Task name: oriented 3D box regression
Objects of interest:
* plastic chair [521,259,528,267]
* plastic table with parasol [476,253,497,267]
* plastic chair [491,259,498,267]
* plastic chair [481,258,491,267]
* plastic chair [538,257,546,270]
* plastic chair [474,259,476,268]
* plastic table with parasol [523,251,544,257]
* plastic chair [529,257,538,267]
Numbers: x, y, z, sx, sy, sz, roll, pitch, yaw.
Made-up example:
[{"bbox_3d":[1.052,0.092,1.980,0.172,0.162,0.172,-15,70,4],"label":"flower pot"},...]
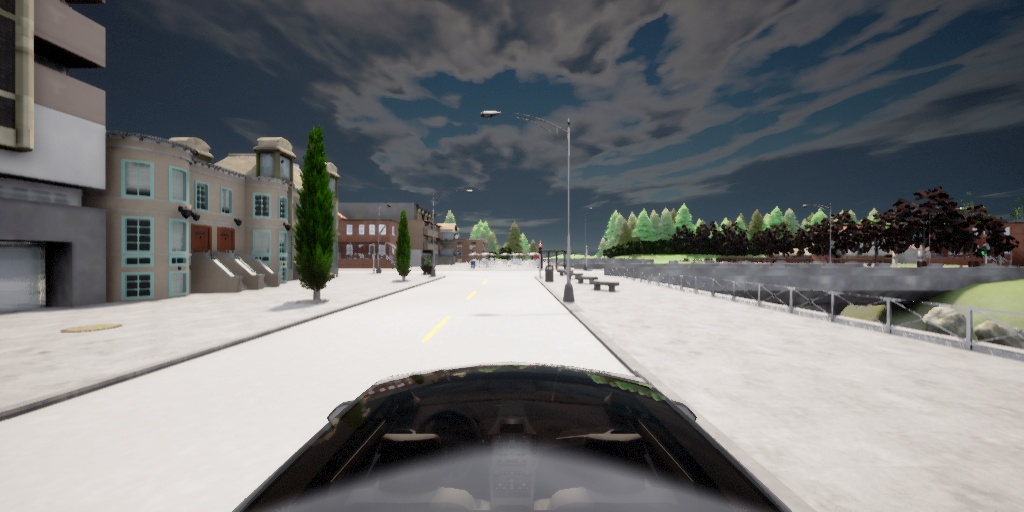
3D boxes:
[{"bbox_3d":[2.239,1.251,59.970,0.730,1.272,0.750,0,0,0],"label":"plastic chair"},{"bbox_3d":[-4.241,0.647,60.690,2.482,2.480,2.482,0,0,0],"label":"plastic table with parasol"},{"bbox_3d":[-2.961,1.251,60.570,0.730,1.272,0.750,0,0,0],"label":"plastic chair"},{"bbox_3d":[-4.361,1.250,59.470,0.750,1.272,0.730,0,0,0],"label":"plastic chair"},{"bbox_3d":[4.839,1.251,59.771,0.730,1.272,0.750,0,0,0],"label":"plastic chair"},{"bbox_3d":[-5.561,1.250,60.770,0.730,1.272,0.750,0,0,0],"label":"plastic chair"},{"bbox_3d":[3.579,0.647,59.940,2.482,2.480,2.482,0,0,0],"label":"plastic table with parasol"},{"bbox_3d":[3.439,1.251,58.670,0.750,1.272,0.730,0,0,0],"label":"plastic chair"}]
